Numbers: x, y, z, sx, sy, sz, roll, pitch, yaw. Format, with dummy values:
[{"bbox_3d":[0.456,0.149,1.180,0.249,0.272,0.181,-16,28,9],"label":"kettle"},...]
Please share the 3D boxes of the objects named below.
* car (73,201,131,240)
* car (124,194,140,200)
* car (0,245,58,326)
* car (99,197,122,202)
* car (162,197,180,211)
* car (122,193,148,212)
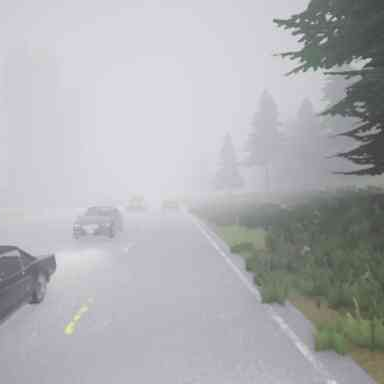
[{"bbox_3d":[-4.691,1.480,17.203,2.128,1.511,4.902,-1,0,-4],"label":"car"},{"bbox_3d":[-15.432,1.277,85.737,3.988,1.617,1.851,-1,0,-5],"label":"car"},{"bbox_3d":[-3.867,1.641,5.358,1.895,1.301,4.718,-1,0,-4],"label":"car"},{"bbox_3d":[-12.650,1.481,52.842,4.181,1.381,1.994,-1,0,-5],"label":"car"},{"bbox_3d":[-2.447,1.303,38.128,1.882,1.535,5.008,-1,0,-4],"label":"car"},{"bbox_3d":[-5.930,1.253,36.101,2.097,1.767,4.553,-1,0,-4],"label":"car"}]
